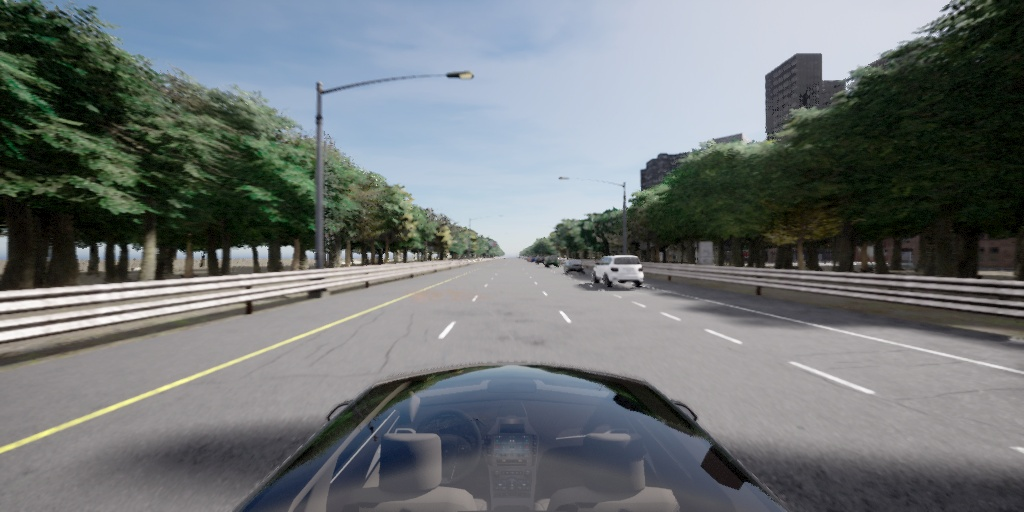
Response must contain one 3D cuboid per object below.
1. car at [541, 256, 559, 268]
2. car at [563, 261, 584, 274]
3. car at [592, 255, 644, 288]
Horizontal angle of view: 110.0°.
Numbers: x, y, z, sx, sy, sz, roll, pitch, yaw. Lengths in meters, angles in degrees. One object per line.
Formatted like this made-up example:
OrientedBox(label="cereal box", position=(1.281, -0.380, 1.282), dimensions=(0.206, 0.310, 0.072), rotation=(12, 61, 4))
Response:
OrientedBox(label="car", position=(7.029, 1.021, 64.120), dimensions=(2.150, 2.045, 5.566), rotation=(0, 0, 0))
OrientedBox(label="car", position=(7.010, 1.274, 41.158), dimensions=(1.837, 1.490, 4.892), rotation=(0, 0, 0))
OrientedBox(label="car", position=(7.007, 0.983, 24.216), dimensions=(2.150, 2.045, 5.566), rotation=(0, 0, 0))
